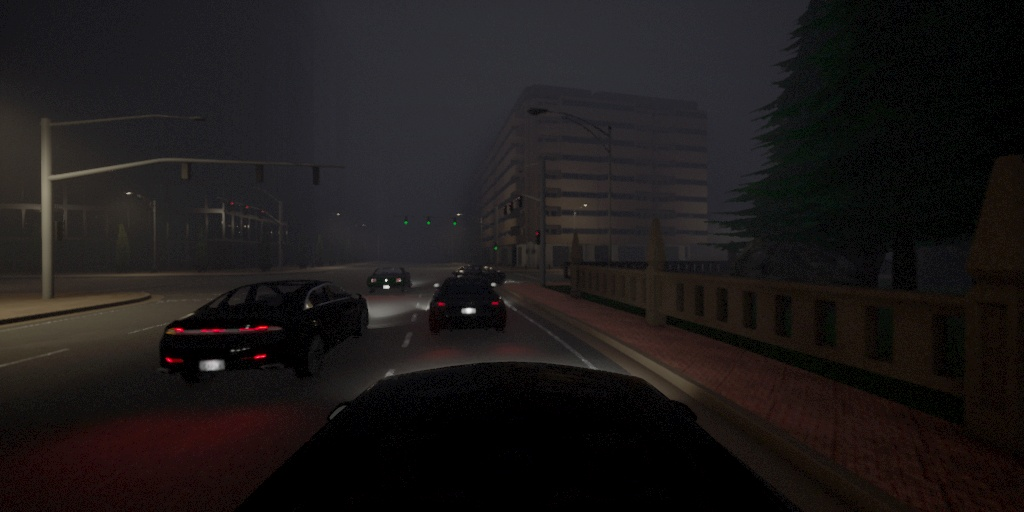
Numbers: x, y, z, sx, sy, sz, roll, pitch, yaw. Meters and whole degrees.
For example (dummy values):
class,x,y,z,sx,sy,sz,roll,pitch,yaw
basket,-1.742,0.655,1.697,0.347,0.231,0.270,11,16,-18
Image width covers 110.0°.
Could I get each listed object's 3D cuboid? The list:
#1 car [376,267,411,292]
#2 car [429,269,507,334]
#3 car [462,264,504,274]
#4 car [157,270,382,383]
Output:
class,x,y,z,sx,sy,sz,roll,pitch,yaw
car,-6.812,1.294,20.290,1.895,1.301,4.718,0,-1,-12
car,-1.356,1.277,10.586,1.994,1.385,4.181,0,0,-9
car,-2.077,1.238,23.082,2.033,1.411,5.357,-1,-1,17
car,-4.314,1.221,7.163,2.128,1.511,4.902,0,0,-8
